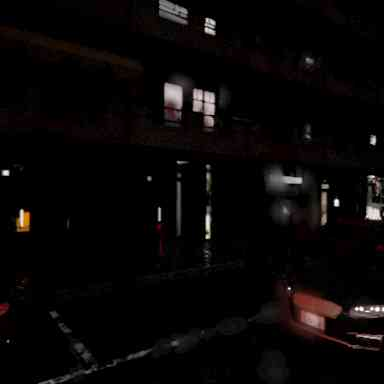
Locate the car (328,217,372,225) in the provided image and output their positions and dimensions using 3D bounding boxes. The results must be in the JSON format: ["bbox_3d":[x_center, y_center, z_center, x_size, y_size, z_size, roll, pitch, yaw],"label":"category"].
[{"bbox_3d":[4.870,1.477,9.915,4.507,1.381,1.887,0,1,-35],"label":"car"}]

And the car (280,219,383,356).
[{"bbox_3d":[3.635,1.447,5.907,4.902,1.511,2.128,-1,0,-35],"label":"car"}]

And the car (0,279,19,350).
[{"bbox_3d":[-4.220,1.592,3.555,4.206,1.307,1.802,0,1,-35],"label":"car"}]
